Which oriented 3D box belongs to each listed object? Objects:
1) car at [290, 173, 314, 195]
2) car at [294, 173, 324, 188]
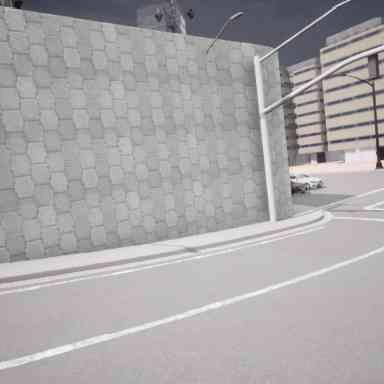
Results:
[{"bbox_3d":[7.353,-0.459,27.867,1.812,1.442,4.674,-10,6,-35],"label":"car"},{"bbox_3d":[9.705,-0.975,30.510,1.812,1.442,4.674,-10,6,-35],"label":"car"}]
